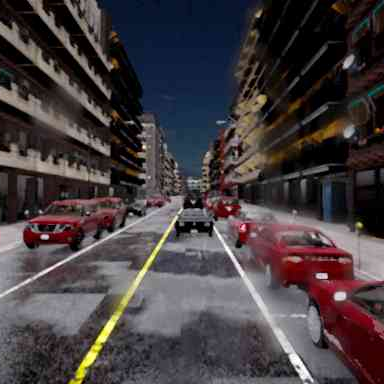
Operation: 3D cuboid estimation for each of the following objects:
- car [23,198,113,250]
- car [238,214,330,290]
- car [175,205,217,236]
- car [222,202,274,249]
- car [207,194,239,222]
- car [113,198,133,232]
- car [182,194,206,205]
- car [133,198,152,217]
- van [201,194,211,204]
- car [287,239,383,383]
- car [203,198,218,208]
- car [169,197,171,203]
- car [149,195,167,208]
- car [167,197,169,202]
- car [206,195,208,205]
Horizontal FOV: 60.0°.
[{"bbox_3d":[-5.278,1.301,14.469,2.192,1.841,5.009,1,0,0],"label":"car"},{"bbox_3d":[2.592,1.535,8.869,1.887,1.381,4.507,1,0,0],"label":"car"},{"bbox_3d":[0.118,1.584,18.078,1.895,1.301,4.718,0,0,0],"label":"car"},{"bbox_3d":[2.607,1.426,14.401,1.967,1.590,4.097,1,0,0],"label":"car"},{"bbox_3d":[2.579,1.295,25.463,2.192,1.841,5.009,1,0,0],"label":"car"},{"bbox_3d":[-5.272,1.298,19.999,2.192,1.841,5.009,1,0,0],"label":"car"},{"bbox_3d":[0.136,1.203,36.420,2.150,2.045,5.566,0,0,0],"label":"car"},{"bbox_3d":[-5.268,1.546,31.062,1.947,1.339,4.313,1,0,0],"label":"car"},{"bbox_3d":[2.614,1.360,64.184,1.690,1.788,3.998,1,0,0],"label":"van"},{"bbox_3d":[2.586,1.540,3.340,1.887,1.381,4.507,1,0,0],"label":"car"},{"bbox_3d":[2.594,1.572,47.589,1.802,1.307,4.206,1,0,0],"label":"car"},{"bbox_3d":[-5.232,1.615,69.777,1.802,1.307,4.206,1,0,0],"label":"car"},{"bbox_3d":[-5.247,1.306,47.652,2.192,1.841,5.009,1,0,0],"label":"car"},{"bbox_3d":[-5.247,1.543,53.183,1.887,1.381,4.507,1,0,0],"label":"car"},{"bbox_3d":[2.586,1.422,36.526,1.967,1.590,4.097,1,0,0],"label":"car"}]
